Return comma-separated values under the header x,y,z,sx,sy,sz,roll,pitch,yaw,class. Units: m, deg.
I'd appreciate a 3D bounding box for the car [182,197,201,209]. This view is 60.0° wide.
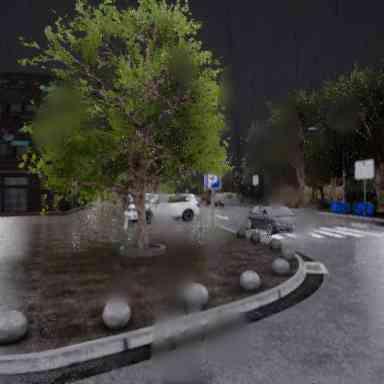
x,y,z,sx,sy,sz,roll,pitch,yaw,class
-0.120,1.443,43.673,1.812,1.442,4.674,0,0,-10,car

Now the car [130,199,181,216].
x,y,z,sx,sy,sz,roll,pitch,yaw,class
-3.689,1.469,33.452,4.674,1.452,2.002,-1,0,-30,car

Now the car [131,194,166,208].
x,y,z,sx,sy,sz,roll,pitch,yaw,class
-6.276,1.285,48.250,4.553,1.767,2.185,-1,1,-30,car

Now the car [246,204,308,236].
x,y,z,sx,sy,sz,roll,pitch,yaw,class
4.481,1.456,18.262,1.837,1.490,4.892,0,0,-11,car

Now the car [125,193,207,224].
x,y,z,sx,sy,sz,roll,pitch,yaw,class
-2.109,1.190,24.556,5.566,2.045,2.435,-1,1,-30,car

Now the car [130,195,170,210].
x,y,z,sx,sy,sz,roll,pitch,yaw,class
-5.295,1.292,42.314,4.553,1.767,2.185,-1,0,-30,car

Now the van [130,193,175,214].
x,y,z,sx,sy,sz,roll,pitch,yaw,class
-4.314,1.201,36.344,4.442,1.987,1.878,-1,1,-30,van

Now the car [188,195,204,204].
x,y,z,sx,sy,sz,roll,pitch,yaw,class
0.706,1.389,62.561,2.128,1.511,4.902,0,0,-10,car

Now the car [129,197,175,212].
x,y,z,sx,sy,sz,roll,pitch,yaw,class
-4.729,1.421,39.364,5.008,1.535,2.097,-1,1,-30,car

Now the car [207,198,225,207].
x,y,z,sx,sy,sz,roll,pitch,yaw,class
3.249,1.502,48.668,1.895,1.301,4.718,0,0,-10,car

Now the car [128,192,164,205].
x,y,z,sx,sy,sz,roll,pitch,yaw,class
-7.845,1.155,57.128,5.566,2.045,2.435,-1,0,-30,car

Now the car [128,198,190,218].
x,y,z,sx,sy,sz,roll,pitch,yaw,class
-2.993,1.427,30.588,5.366,1.575,1.946,-1,0,-30,car

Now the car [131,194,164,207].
x,y,z,sx,sy,sz,roll,pitch,yaw,class
-6.796,1.282,51.206,4.553,1.767,2.185,-1,1,-30,car

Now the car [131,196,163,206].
x,y,z,sx,sy,sz,roll,pitch,yaw,class
-7.323,1.437,54.174,4.792,1.488,2.163,-1,0,-30,car
